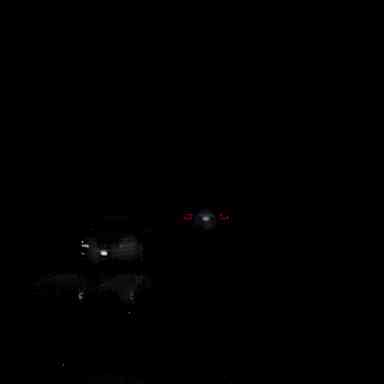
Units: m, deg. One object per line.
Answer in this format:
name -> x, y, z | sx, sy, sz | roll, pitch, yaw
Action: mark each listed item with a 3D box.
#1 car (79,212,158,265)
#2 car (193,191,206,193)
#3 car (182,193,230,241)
car -> -2.359, 1.502, 11.785 | 1.837, 1.490, 4.892 | 0, -1, 3
car -> 0.914, 0.912, 44.377 | 2.150, 2.045, 5.566 | 0, 2, -2
car -> 0.686, 1.230, 16.894 | 2.150, 2.045, 5.566 | 0, 0, 2
